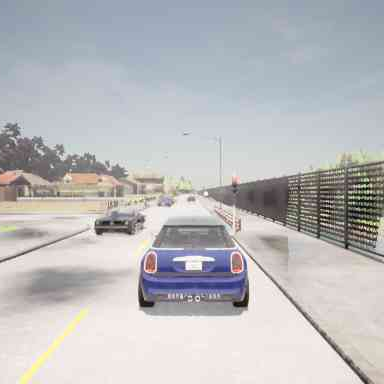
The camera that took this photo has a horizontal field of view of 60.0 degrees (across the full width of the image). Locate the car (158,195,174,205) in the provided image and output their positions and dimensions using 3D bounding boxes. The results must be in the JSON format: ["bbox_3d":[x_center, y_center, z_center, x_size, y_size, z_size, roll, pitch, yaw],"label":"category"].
[{"bbox_3d":[-4.182,1.526,50.974,1.812,1.442,4.674,0,0,0],"label":"car"}]

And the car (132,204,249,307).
[{"bbox_3d":[0.037,1.352,8.119,2.097,1.767,4.553,0,0,0],"label":"car"}]

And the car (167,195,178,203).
[{"bbox_3d":[-4.133,1.478,71.005,1.882,1.535,5.008,0,0,0],"label":"car"}]

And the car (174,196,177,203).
[{"bbox_3d":[-4.183,1.547,60.742,2.033,1.411,5.357,0,0,0],"label":"car"}]

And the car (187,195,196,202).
[{"bbox_3d":[-0.142,1.524,76.319,1.812,1.442,4.674,0,0,0],"label":"car"}]

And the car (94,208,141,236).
[{"bbox_3d":[-3.804,1.601,18.369,1.895,1.301,4.718,0,0,2],"label":"car"}]
